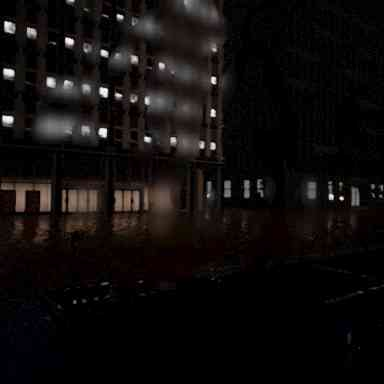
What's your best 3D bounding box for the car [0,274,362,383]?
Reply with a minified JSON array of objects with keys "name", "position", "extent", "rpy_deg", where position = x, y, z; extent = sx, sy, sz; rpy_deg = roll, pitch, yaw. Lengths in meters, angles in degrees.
[{"name":"car","position":[-0.711,1.555,2.876],"extent":[5.357,1.411,2.033],"rpy_deg":[1,0,-34]}]
